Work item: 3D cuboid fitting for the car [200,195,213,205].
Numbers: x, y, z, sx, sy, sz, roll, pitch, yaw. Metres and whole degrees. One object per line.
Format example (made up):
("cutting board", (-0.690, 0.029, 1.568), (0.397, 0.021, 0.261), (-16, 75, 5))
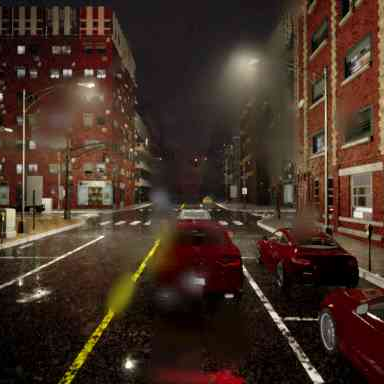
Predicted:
("car", (2.737, 1.543, 58.258), (1.752, 1.417, 4.829), (1, 0, 0))

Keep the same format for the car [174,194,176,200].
("car", (-5.629, 1.553, 80.571), (1.752, 1.417, 4.829), (1, 0, 0))

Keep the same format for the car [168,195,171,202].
("car", (-5.640, 1.602, 63.784), (1.802, 1.307, 4.206), (1, 0, 0))

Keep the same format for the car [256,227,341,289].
("car", (2.842, 1.584, 8.834), (1.802, 1.307, 4.206), (1, 0, 0))

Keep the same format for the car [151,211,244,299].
("car", (0.103, 1.480, 8.514), (1.882, 1.535, 5.008), (0, 0, 0))

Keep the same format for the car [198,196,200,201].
("car", (2.751, 1.572, 80.698), (1.887, 1.381, 4.507), (1, 0, 0))

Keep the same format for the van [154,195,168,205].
("van", (-5.640, 1.359, 58.132), (1.690, 1.788, 3.998), (1, 0, 0))

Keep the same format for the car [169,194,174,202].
("car", (-5.633, 1.607, 75.088), (1.802, 1.307, 4.206), (1, 0, 0))

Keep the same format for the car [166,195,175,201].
("car", (-5.626, 1.582, 86.393), (2.008, 1.369, 4.403), (1, 0, 0))

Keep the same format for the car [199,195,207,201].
("car", (2.754, 1.597, 86.349), (1.947, 1.339, 4.313), (1, 0, 0))

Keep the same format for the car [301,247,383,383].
("car", (2.669, 1.583, 3.178), (1.802, 1.307, 4.206), (1, 0, 0))

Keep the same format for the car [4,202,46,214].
("car", (-18.688, 1.729, 37.230), (4.313, 1.339, 1.947), (0, -1, 0))

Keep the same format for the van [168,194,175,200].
("van", (-5.619, 1.375, 92.046), (1.690, 1.788, 3.998), (1, 0, 0))
